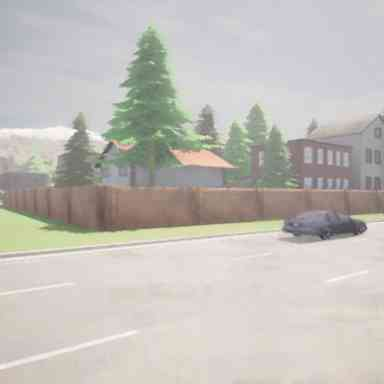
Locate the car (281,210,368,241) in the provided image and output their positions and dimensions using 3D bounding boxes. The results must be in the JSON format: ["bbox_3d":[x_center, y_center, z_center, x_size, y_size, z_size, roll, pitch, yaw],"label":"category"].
[{"bbox_3d":[6.998,1.628,17.333,5.357,1.411,2.033,0,0,-35],"label":"car"}]
